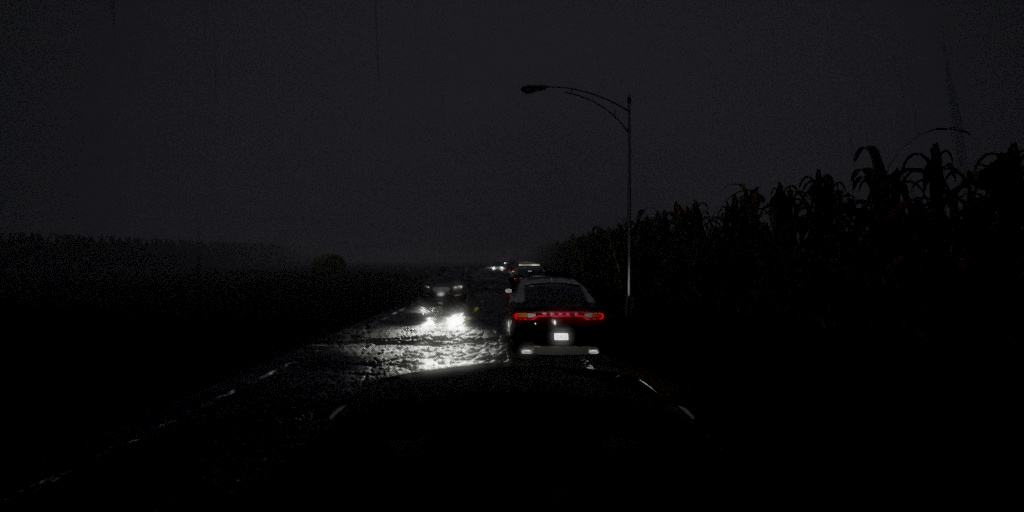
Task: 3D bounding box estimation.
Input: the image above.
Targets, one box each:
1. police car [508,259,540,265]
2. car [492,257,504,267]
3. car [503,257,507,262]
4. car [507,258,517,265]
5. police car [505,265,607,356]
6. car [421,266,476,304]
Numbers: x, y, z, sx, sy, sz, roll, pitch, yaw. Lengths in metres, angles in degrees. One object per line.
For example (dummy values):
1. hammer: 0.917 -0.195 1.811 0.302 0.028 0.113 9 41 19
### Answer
1. police car: 0.892 1.166 18.720 1.930 1.638 5.238 0 0 0
2. car: -2.515 1.253 63.591 1.895 1.301 4.718 0 0 0
3. car: 0.249 1.179 51.232 2.128 1.511 4.902 0 0 1
4. car: 0.914 1.084 24.580 2.097 1.767 4.553 0 0 0
5. police car: 0.854 1.173 8.721 1.930 1.638 5.238 0 0 0
6. car: -2.789 1.234 16.542 2.128 1.511 4.902 0 0 0
